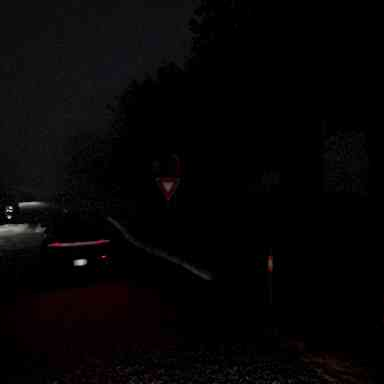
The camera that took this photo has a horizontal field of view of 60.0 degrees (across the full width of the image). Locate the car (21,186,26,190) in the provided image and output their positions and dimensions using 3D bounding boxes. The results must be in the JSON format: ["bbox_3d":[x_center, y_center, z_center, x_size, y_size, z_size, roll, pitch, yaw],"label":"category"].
[{"bbox_3d":[-34.406,0.009,61.299,5.566,2.045,2.435,-3,2,-42],"label":"car"}]

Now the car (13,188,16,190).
[{"bbox_3d":[-29.852,0.527,50.187,4.792,1.488,2.163,-3,2,-42],"label":"car"}]

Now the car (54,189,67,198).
[{"bbox_3d":[-23.810,0.279,60.135,1.994,1.385,4.181,-1,2,-22],"label":"car"}]

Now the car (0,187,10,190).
[{"bbox_3d":[-27.574,0.495,44.618,4.553,1.767,2.185,-3,3,-42],"label":"car"}]

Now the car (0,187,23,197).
[{"bbox_3d":[-36.703,0.023,66.816,4.553,1.767,2.185,-3,2,-42],"label":"car"}]

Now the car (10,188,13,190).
[{"bbox_3d":[-28.709,0.433,47.395,4.553,1.767,2.185,-3,3,-42],"label":"car"}]

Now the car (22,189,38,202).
[{"bbox_3d":[-22.539,0.654,46.311,1.895,1.301,4.718,-1,2,-22],"label":"car"}]

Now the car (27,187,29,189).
[{"bbox_3d":[-38.925,0.065,72.415,4.792,1.488,2.163,-3,2,-42],"label":"car"}]

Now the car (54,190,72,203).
[{"bbox_3d":[-16.613,0.623,42.849,1.812,1.442,4.674,-1,2,-22],"label":"car"}]

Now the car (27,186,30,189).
[{"bbox_3d":[-40.088,0.023,75.171,4.674,1.452,2.002,-3,2,-42],"label":"car"}]

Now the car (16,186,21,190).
[{"bbox_3d":[-30.989,0.185,52.956,5.566,2.045,2.435,-3,2,-42],"label":"car"}]

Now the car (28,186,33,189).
[{"bbox_3d":[-43.518,-0.174,83.490,4.892,1.521,2.231,-3,2,-42],"label":"car"}]

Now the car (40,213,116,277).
[{"bbox_3d":[-3.536,1.383,10.224,2.128,1.511,4.902,-1,3,-21],"label":"car"}]

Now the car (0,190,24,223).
[{"bbox_3d":[-12.218,0.985,21.126,2.097,1.767,4.553,-1,2,-23],"label":"car"}]
